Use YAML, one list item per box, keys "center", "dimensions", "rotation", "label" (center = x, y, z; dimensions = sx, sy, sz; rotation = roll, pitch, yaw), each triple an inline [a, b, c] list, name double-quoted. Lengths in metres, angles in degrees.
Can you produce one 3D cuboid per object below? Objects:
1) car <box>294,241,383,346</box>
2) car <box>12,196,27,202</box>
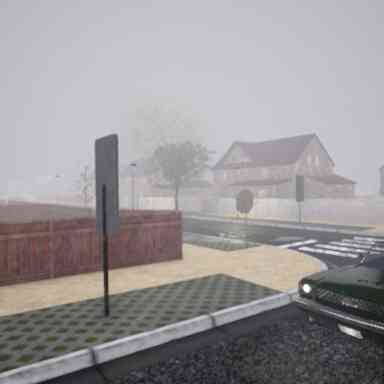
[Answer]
- center: [3.909, 1.551, 5.735]
  dimensions: [4.718, 1.301, 1.895]
  rotation: [0, 0, -36]
  label: "car"
- center: [-40.693, 1.868, 79.020]
  dimensions: [1.994, 1.385, 4.181]
  rotation: [-1, 0, -37]
  label: "car"
